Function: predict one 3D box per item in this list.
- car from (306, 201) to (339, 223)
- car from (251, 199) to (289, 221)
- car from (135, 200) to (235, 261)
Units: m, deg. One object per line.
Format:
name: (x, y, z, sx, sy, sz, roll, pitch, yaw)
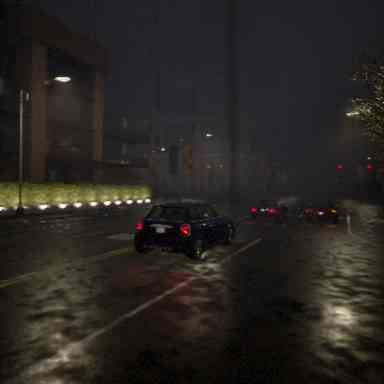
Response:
car: (9.154, 1.323, 23.230, 1.994, 1.385, 4.181, 2, 1, 25)
car: (5.709, 1.223, 24.119, 2.033, 1.411, 5.357, 2, 1, 25)
car: (-0.034, 1.134, 11.803, 2.097, 1.767, 4.553, 2, 1, 25)
